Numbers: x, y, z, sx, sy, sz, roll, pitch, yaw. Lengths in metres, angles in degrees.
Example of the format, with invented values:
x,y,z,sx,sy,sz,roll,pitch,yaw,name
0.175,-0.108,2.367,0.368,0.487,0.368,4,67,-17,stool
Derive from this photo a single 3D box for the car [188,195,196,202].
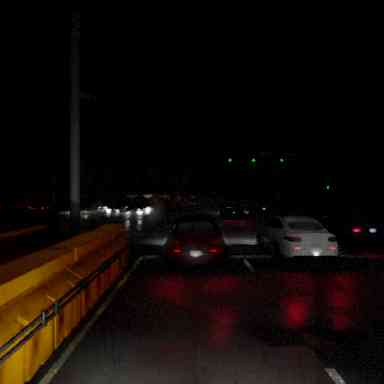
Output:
x,y,z,sx,sy,sz,roll,pitch,yaw,name
0.024,1.717,76.252,1.895,1.301,4.718,0,0,0,car

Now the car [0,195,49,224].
x,y,z,sx,sy,sz,roll,pitch,yaw,name
-13.597,1.262,25.269,5.566,2.045,2.150,0,0,16,car

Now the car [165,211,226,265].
x,y,z,sx,sy,sz,roll,pitch,yaw,name
0.107,1.544,11.570,1.812,1.442,4.674,0,0,0,car

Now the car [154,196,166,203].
x,y,z,sx,sy,sz,roll,pitch,yaw,name
-6.978,1.657,72.791,2.033,1.411,5.357,0,0,0,car

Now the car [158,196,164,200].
x,y,z,sx,sy,sz,roll,pitch,yaw,name
-6.981,1.452,62.239,2.097,1.767,4.553,0,0,0,car

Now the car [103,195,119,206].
x,y,z,sx,sy,sz,roll,pitch,yaw,name
-13.983,1.635,54.677,2.033,1.411,5.357,0,0,0,car

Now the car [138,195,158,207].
x,y,z,sx,sy,sz,roll,pitch,yaw,name
-7.019,1.575,52.218,2.128,1.511,4.902,0,0,0,car

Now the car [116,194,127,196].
x,y,z,sx,sy,sz,roll,pitch,yaw,name
-13.980,1.326,65.389,2.150,2.045,5.566,0,0,0,car

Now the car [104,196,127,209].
x,y,z,sx,sy,sz,roll,pitch,yaw,name
-10.553,1.639,46.850,1.994,1.385,4.181,0,0,0,car

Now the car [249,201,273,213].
x,y,z,sx,sy,sz,roll,pitch,yaw,name
7.110,1.620,34.839,1.994,1.385,4.181,0,0,0,car

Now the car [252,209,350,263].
x,y,z,sx,sy,sz,roll,pitch,yaw,name
3.604,1.545,11.959,1.812,1.442,4.674,0,0,0,car

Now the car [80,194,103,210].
x,y,z,sx,sy,sz,roll,pitch,yaw,name
-14.067,1.293,44.542,2.150,2.045,5.566,0,0,1,car

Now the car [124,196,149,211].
x,y,z,sx,sy,sz,roll,pitch,yaw,name
-7.065,1.595,42.951,1.812,1.442,4.674,0,0,0,car

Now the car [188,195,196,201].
x,y,z,sx,sy,sz,roll,pitch,yaw,name
0.027,1.616,86.193,1.882,1.535,5.008,0,0,0,car

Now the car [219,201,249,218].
x,y,z,sx,sy,sz,roll,pitch,yaw,name
3.609,1.541,30.952,2.128,1.511,4.902,0,0,0,car

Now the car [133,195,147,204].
x,y,z,sx,sy,sz,roll,pitch,yaw,name
-10.479,1.460,67.151,2.097,1.767,4.553,0,0,0,car

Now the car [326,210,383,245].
x,y,z,sx,sy,sz,roll,pitch,yaw,name
7.105,1.573,15.588,2.033,1.411,5.357,0,0,0,car
